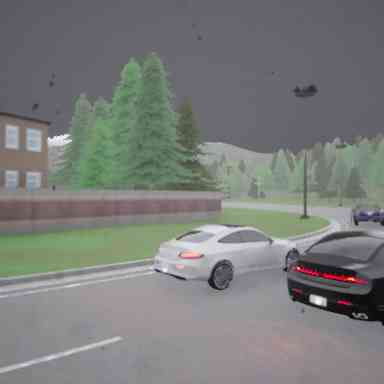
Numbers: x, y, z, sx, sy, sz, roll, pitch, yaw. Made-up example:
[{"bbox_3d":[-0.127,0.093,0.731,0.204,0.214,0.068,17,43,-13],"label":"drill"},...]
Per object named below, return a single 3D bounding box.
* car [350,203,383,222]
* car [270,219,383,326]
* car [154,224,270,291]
[{"bbox_3d":[14.012,1.661,26.761,2.097,1.767,4.553,0,-1,21],"label":"car"},{"bbox_3d":[3.991,1.591,7.172,4.892,1.490,1.837,0,0,-40],"label":"car"},{"bbox_3d":[1.147,1.620,9.315,4.674,1.442,1.812,1,-1,-39],"label":"car"}]
